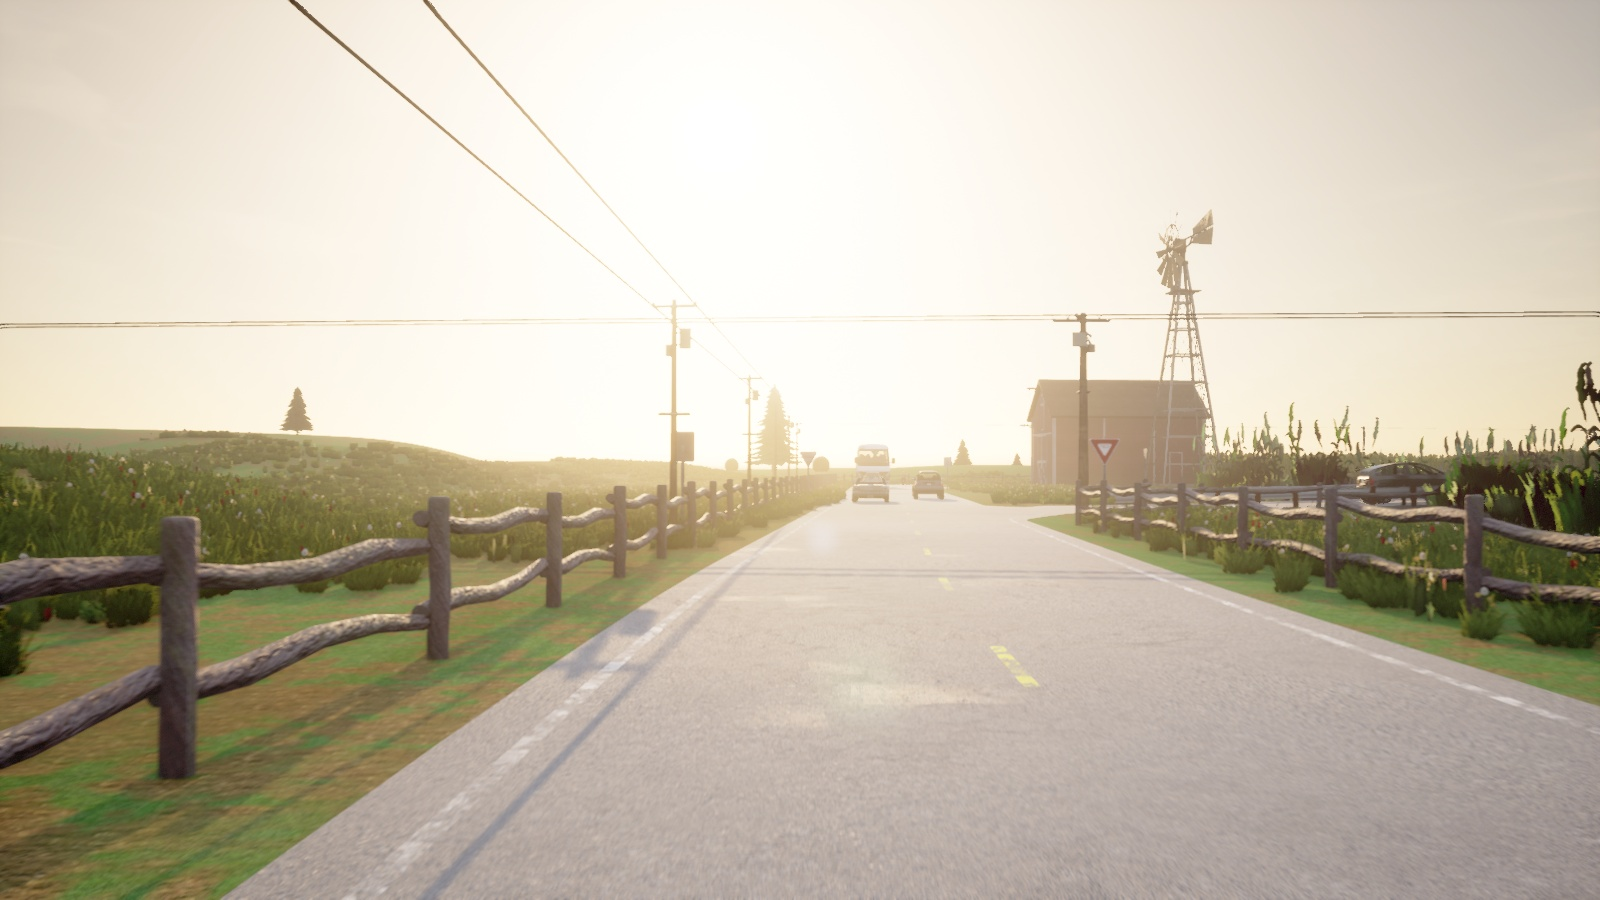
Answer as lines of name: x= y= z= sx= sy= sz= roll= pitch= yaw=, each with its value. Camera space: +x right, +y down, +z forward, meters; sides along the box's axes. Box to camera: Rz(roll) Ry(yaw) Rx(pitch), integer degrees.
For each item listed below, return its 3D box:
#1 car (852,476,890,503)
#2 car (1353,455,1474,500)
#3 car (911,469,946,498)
car: x=3.668 y=1.978 z=64.341 sx=1.895 sy=1.301 sz=4.718 roll=0 pitch=-1 yaw=4
car: x=23.426 y=1.064 z=48.071 sx=3.705 sy=1.549 sz=1.789 roll=-2 pitch=-1 yaw=6
car: x=7.400 y=1.899 z=72.615 sx=1.851 sy=1.617 sz=3.988 roll=0 pitch=-1 yaw=3
